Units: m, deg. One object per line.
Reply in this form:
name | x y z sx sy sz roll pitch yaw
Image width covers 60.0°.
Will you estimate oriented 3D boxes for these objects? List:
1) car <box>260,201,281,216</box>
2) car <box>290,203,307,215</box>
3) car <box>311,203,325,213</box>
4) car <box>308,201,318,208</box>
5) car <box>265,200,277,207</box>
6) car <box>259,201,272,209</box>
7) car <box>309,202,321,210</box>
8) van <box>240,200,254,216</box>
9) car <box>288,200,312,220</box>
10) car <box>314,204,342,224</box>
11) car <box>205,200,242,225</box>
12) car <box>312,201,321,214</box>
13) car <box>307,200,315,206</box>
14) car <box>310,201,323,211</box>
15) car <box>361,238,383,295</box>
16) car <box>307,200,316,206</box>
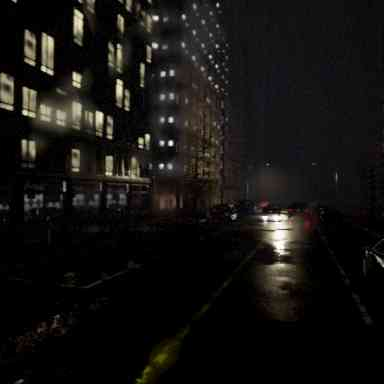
car | 9.552 2.075 39.646 1.994 1.385 4.181 1 0 18
car | 14.260 2.195 44.358 2.033 1.411 5.357 1 0 18
car | 19.181 2.383 50.735 1.802 1.307 4.206 0 -1 18
car | 26.234 2.678 72.174 1.947 1.339 4.313 0 -1 18
car | 16.510 2.448 69.432 1.947 1.339 4.313 1 -1 18
car | 12.986 2.309 58.715 1.802 1.307 4.206 1 -1 18
car | 22.707 2.523 61.454 1.947 1.339 4.313 0 -1 18
van | 5.937 1.756 37.285 1.690 1.788 3.998 1 -1 18
car | 11.170 1.861 34.777 2.097 1.767 4.553 1 0 19
car | 12.129 2.054 29.296 1.947 1.339 4.313 0 -1 18
car | 2.411 1.697 26.567 1.967 1.590 4.097 0 -1 18
car | 17.418 2.289 45.375 1.947 1.339 4.313 0 -1 18
car | 31.577 2.871 88.414 1.752 1.417 4.829 1 -1 18
car | 20.946 2.319 56.096 1.967 1.590 4.097 0 -1 18
car | 5.199 1.725 7.820 2.008 1.369 4.403 0 -1 18
car | 29.760 2.811 82.893 1.887 1.381 4.507 1 -1 18
